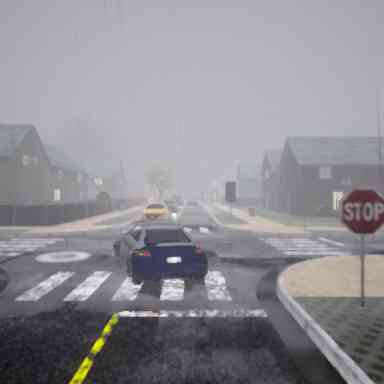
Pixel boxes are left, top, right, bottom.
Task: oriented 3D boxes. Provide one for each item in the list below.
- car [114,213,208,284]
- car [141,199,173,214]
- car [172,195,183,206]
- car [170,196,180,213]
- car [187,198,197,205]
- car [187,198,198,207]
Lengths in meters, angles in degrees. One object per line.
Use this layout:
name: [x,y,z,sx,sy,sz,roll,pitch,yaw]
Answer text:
car: [-1.067,1.572,9.820,1.994,1.385,4.181,0,0,-19]
car: [-2.865,1.569,26.736,1.882,1.535,5.008,0,0,1]
car: [-2.762,1.540,61.058,2.150,2.045,5.566,0,-1,0]
car: [-2.847,1.639,40.409,1.882,1.535,5.008,0,0,0]
car: [-0.001,1.947,68.268,2.033,1.411,5.357,0,-1,0]
car: [0.055,1.854,58.289,1.994,1.385,4.181,0,0,0]
